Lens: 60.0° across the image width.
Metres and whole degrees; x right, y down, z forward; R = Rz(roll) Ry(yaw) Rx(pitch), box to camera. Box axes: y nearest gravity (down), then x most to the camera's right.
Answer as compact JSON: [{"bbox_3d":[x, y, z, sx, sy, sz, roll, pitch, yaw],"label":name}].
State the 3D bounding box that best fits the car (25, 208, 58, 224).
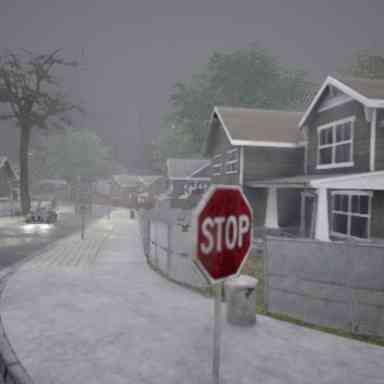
[{"bbox_3d":[-13.774,2.155,30.642,1.994,1.385,4.181,1,-1,-10],"label":"car"}]
